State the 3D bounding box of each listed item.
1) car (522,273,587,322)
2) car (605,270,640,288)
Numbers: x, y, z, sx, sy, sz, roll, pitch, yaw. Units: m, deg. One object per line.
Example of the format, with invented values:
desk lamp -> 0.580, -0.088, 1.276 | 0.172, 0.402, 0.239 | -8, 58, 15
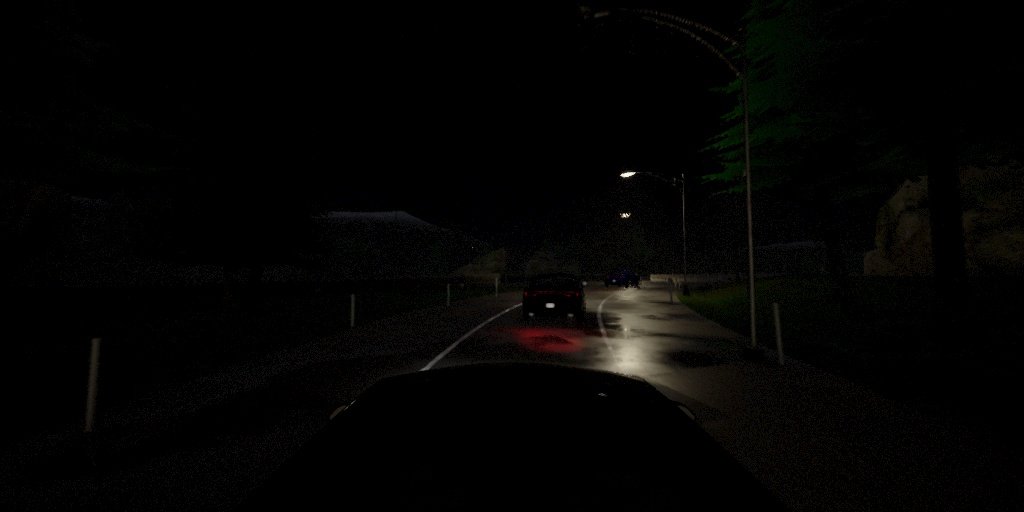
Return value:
car -> 1.635, 1.336, 12.859 | 1.882, 1.535, 5.008 | -1, -1, 12
car -> 9.575, 1.927, 30.839 | 1.882, 1.535, 5.008 | -2, -3, 34
